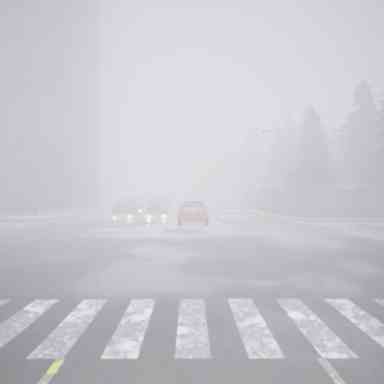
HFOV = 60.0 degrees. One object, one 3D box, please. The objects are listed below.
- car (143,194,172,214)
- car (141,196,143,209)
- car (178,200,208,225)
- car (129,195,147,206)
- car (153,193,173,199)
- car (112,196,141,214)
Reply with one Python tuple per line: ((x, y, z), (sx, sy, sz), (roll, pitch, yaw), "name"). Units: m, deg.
((-3.645, 1.374, 35.817), (2.097, 1.767, 4.553), (0, 0, -1), "car")
((-7.340, 1.592, 44.581), (1.994, 1.385, 4.181), (0, 0, -3), "car")
((0.075, 1.369, 24.544), (2.097, 1.767, 4.553), (0, 0, 0), "car")
((-8.873, 1.386, 54.547), (2.097, 1.767, 4.553), (0, 0, -21), "car")
((-3.847, 1.250, 45.380), (2.150, 2.045, 5.566), (0, 0, -3), "car")
((-7.146, 1.374, 35.942), (2.097, 1.767, 4.553), (0, 0, 0), "car")
